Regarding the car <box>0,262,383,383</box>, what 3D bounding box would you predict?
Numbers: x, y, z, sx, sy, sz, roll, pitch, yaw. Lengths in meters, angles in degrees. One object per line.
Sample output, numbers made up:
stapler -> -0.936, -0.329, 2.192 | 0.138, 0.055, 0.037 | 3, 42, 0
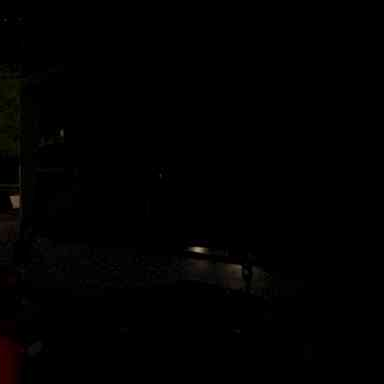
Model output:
car -> -0.297, 1.543, 3.019 | 4.507, 1.381, 1.887 | 0, 0, 35

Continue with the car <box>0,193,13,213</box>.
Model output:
car -> -20.808, 1.097, 32.910 | 2.150, 2.045, 5.566 | 0, 0, 35
